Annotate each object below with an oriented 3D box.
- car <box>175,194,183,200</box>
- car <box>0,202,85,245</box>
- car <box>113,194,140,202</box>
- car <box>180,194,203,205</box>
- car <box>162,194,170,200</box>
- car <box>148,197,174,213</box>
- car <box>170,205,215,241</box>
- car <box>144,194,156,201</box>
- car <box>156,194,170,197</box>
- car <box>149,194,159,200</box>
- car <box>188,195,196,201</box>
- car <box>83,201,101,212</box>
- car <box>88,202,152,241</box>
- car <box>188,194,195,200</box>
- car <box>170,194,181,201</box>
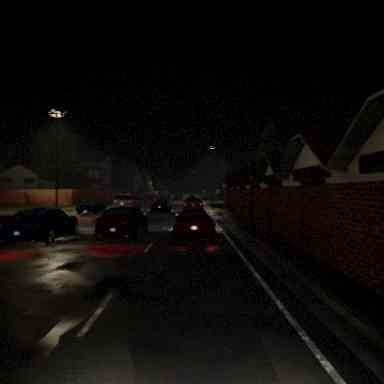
[{"bbox_3d":[-3.520,1.298,91.716,1.837,1.490,4.892,0,0,0],"label":"car"},{"bbox_3d":[-6.904,1.469,15.583,1.882,1.535,5.008,0,0,0],"label":"car"},{"bbox_3d":[-6.908,1.202,35.496,2.150,2.045,5.566,0,0,0],"label":"car"},{"bbox_3d":[0.092,1.332,35.943,2.097,1.767,4.553,0,0,0],"label":"car"},{"bbox_3d":[-7.020,1.298,91.716,1.837,1.490,4.892,0,0,0],"label":"car"},{"bbox_3d":[-3.408,1.543,37.008,1.994,1.385,4.181,0,0,0],"label":"car"},{"bbox_3d":[0.097,1.555,16.728,1.994,1.385,4.181,0,0,0],"label":"car"},{"bbox_3d":[-10.518,1.444,81.296,1.837,1.490,4.892,0,0,0],"label":"car"},{"bbox_3d":[-7.018,1.444,81.297,1.837,1.490,4.892,0,0,0],"label":"car"},{"bbox_3d":[-10.520,1.323,91.715,2.128,1.511,4.902,0,0,0],"label":"car"},{"bbox_3d":[-0.018,1.484,81.298,2.033,1.411,5.357,0,0,0],"label":"car"},{"bbox_3d":[-10.408,1.581,34.690,1.895,1.301,4.718,0,0,0],"label":"car"},{"bbox_3d":[-3.403,1.468,16.769,1.882,1.535,5.008,0,0,0],"label":"car"},{"bbox_3d":[-0.020,1.276,91.717,1.882,1.535,5.008,0,0,0],"label":"car"},{"bbox_3d":[-3.518,1.469,81.297,2.128,1.511,4.902,0,0,0],"label":"car"}]
